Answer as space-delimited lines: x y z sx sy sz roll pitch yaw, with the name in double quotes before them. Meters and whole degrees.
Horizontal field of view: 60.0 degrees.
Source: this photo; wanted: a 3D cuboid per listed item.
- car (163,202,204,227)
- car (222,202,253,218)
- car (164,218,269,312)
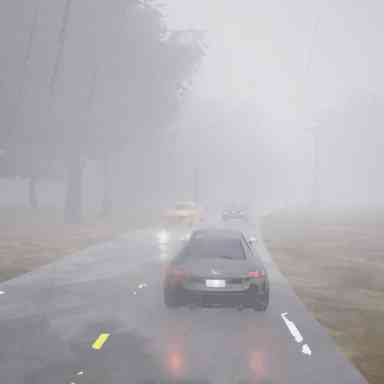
"car" -0.464 1.397 22.178 1.882 1.535 5.008 0 0 13
"car" 3.487 1.425 25.178 2.033 1.411 5.357 0 0 15
"car" 0.584 1.550 7.786 1.994 1.385 4.181 0 0 5
